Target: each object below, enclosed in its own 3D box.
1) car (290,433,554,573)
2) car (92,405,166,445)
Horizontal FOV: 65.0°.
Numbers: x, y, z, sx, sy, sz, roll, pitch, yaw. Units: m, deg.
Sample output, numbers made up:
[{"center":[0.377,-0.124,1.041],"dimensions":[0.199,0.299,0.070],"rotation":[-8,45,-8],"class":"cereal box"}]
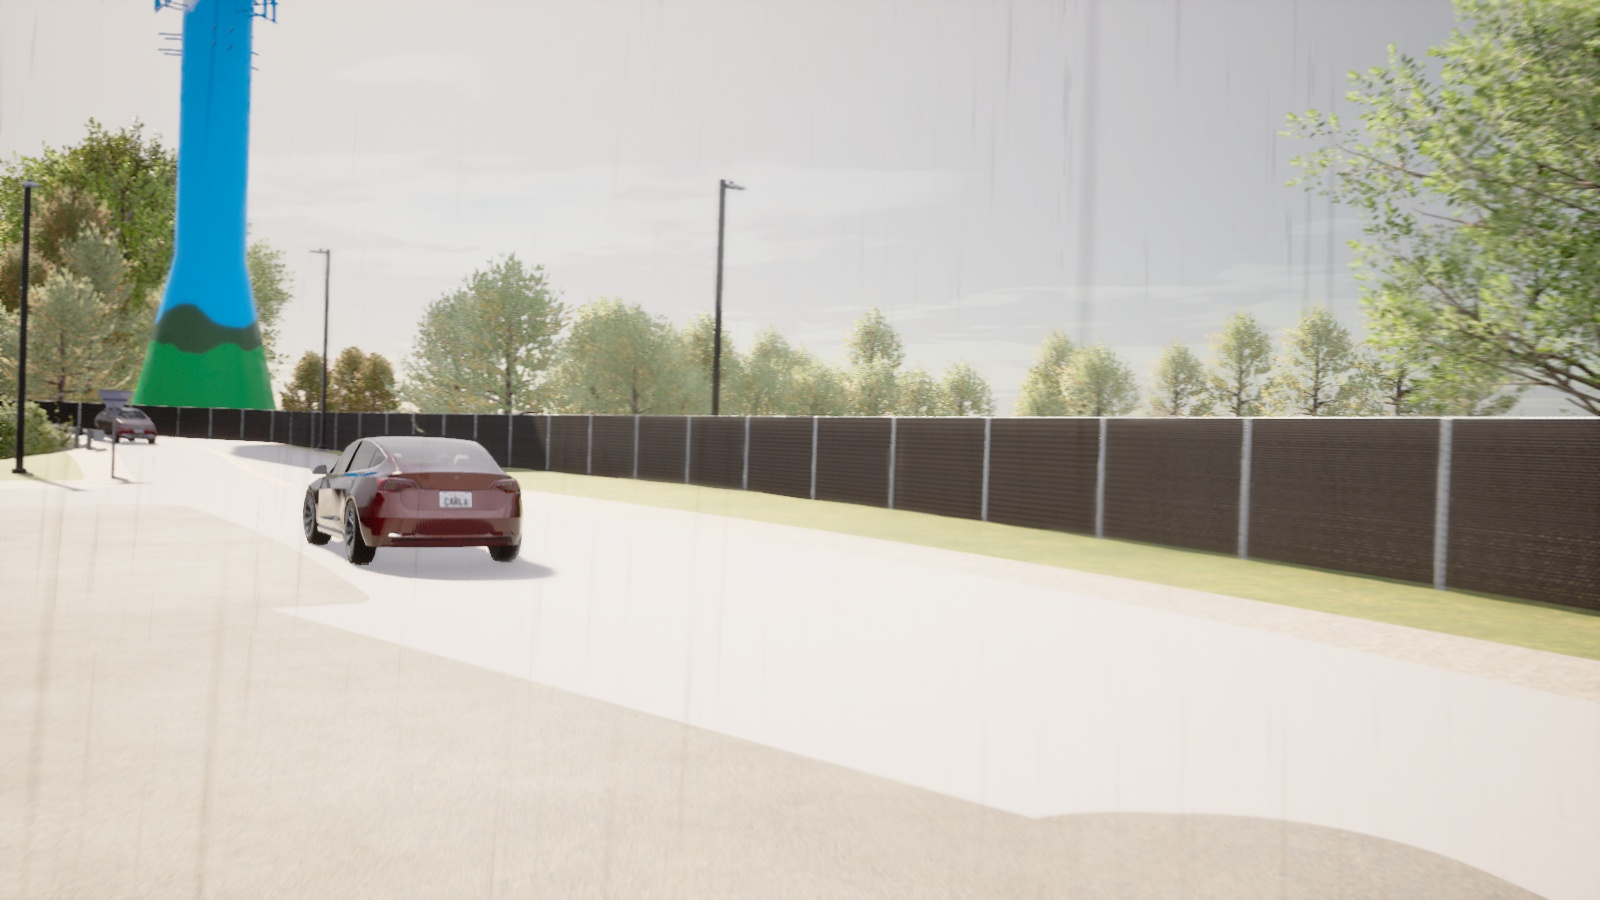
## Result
[{"center":[-4.988,0.567,16.033],"dimensions":[2.163,1.488,4.792],"rotation":[2,0,-30],"class":"car"},{"center":[-29.674,-1.110,55.497],"dimensions":[3.705,1.549,1.789],"rotation":[5,2,45],"class":"car"}]
